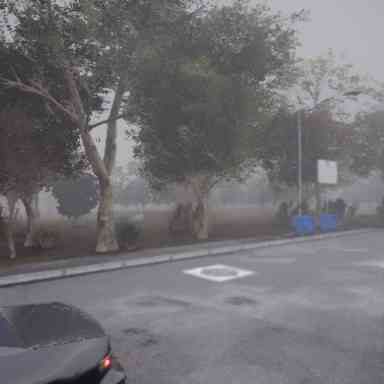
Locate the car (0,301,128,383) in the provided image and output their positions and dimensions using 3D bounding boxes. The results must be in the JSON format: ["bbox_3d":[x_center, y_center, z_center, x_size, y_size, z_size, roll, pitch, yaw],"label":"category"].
[{"bbox_3d":[-3.125,1.608,2.149,5.357,1.411,2.033,1,-2,-40],"label":"car"}]
